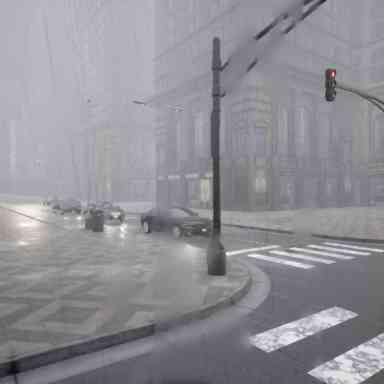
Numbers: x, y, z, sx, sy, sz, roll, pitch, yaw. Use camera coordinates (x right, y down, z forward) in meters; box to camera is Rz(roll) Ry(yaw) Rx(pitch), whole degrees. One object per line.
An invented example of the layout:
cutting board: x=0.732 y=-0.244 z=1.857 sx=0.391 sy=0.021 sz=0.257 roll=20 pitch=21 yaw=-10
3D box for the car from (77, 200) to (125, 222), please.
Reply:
car: x=-6.807 y=1.480 z=25.499 sx=2.128 sy=1.511 sz=4.902 roll=0 pitch=0 yaw=-36

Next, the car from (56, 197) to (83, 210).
car: x=-16.342 y=1.489 z=44.301 sx=2.033 sy=1.411 sz=5.357 roll=0 pitch=0 yaw=-35

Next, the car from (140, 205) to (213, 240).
car: x=-0.894 y=1.470 z=17.211 sx=1.882 sy=1.535 sz=5.008 roll=0 pitch=0 yaw=-36

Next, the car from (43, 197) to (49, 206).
car: x=-21.983 y=1.446 z=52.116 sx=1.812 sy=1.442 sz=4.674 roll=0 pitch=0 yaw=-35

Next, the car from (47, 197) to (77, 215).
car: x=-12.954 y=1.518 z=34.131 sx=2.033 sy=1.411 sz=5.357 roll=0 pitch=0 yaw=-35
